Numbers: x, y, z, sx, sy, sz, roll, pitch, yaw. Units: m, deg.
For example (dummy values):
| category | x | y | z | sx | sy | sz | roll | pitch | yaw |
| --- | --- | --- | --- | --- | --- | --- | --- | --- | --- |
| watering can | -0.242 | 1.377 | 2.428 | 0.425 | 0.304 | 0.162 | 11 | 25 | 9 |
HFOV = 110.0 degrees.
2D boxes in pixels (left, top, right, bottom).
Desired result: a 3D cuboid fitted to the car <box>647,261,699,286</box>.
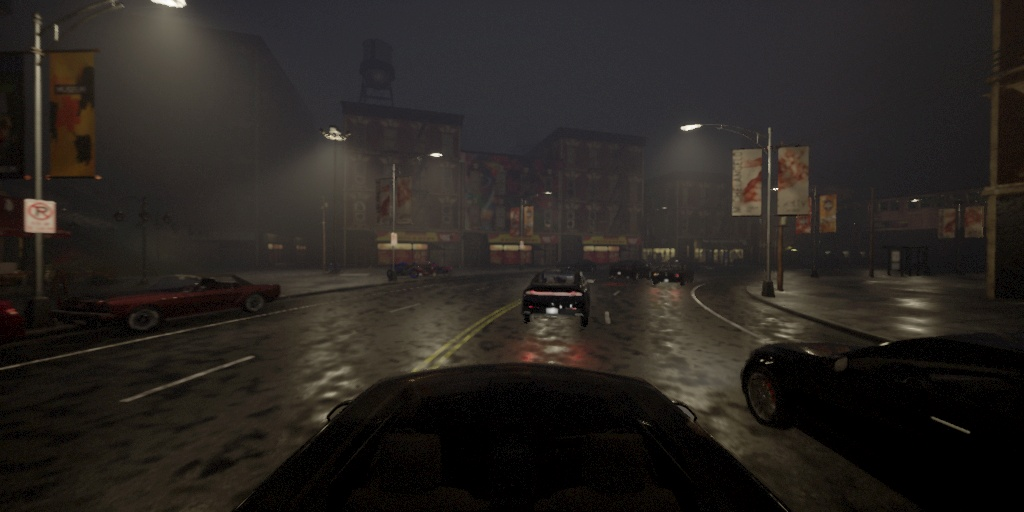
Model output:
| category | x | y | z | sx | sy | sz | roll | pitch | yaw |
| --- | --- | --- | --- | --- | --- | --- | --- | --- | --- |
| car | 10.798 | 1.204 | 23.803 | 1.895 | 1.301 | 4.718 | 1 | 1 | 36 |

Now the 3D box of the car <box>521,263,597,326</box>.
| category | x | y | z | sx | sy | sz | roll | pitch | yaw |
| --- | --- | --- | --- | --- | --- | --- | --- | --- | --- |
| car | 1.550 | 1.154 | 11.422 | 2.128 | 1.511 | 4.902 | 0 | 1 | 13 |

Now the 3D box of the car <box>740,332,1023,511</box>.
| category | x | y | z | sx | sy | sz | roll | pitch | yaw |
| --- | --- | --- | --- | --- | --- | --- | --- | --- | --- |
| car | 3.766 | 1.293 | 2.615 | 1.812 | 1.442 | 4.674 | 0 | 1 | 2 |

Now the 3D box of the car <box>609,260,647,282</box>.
| category | x | y | z | sx | sy | sz | roll | pitch | yaw |
| --- | --- | --- | --- | --- | --- | --- | --- | --- | --- |
| car | 8.998 | 1.036 | 26.952 | 1.882 | 1.535 | 5.008 | 0 | 0 | 38 |

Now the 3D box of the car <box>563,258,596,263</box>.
| category | x | y | z | sx | sy | sz | roll | pitch | yaw |
| --- | --- | --- | --- | --- | --- | --- | --- | --- | --- |
| car | 6.148 | 0.940 | 34.401 | 5.008 | 1.535 | 1.882 | 0 | 0 | -44 |

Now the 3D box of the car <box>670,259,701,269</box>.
| category | x | y | z | sx | sy | sz | roll | pitch | yaw |
| --- | --- | --- | --- | --- | --- | --- | --- | --- | --- |
| car | 18.140 | 1.049 | 39.040 | 5.357 | 1.411 | 2.033 | 0 | 1 | -27 |
